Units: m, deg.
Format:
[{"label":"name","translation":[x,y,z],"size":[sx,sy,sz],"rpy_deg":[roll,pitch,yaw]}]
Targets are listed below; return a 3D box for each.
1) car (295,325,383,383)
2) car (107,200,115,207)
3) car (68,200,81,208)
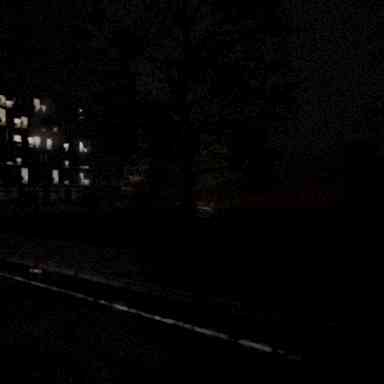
[{"label":"car","translation":[2.963,1.481,1.572],"size":[4.902,1.511,2.128],"rpy_deg":[-1,0,35]},{"label":"car","translation":[-14.702,1.876,54.670],"size":[1.994,1.385,4.181],"rpy_deg":[-1,-1,37]},{"label":"car","translation":[-18.174,1.865,55.457],"size":[2.128,1.511,4.902],"rpy_deg":[-1,-1,37]}]
